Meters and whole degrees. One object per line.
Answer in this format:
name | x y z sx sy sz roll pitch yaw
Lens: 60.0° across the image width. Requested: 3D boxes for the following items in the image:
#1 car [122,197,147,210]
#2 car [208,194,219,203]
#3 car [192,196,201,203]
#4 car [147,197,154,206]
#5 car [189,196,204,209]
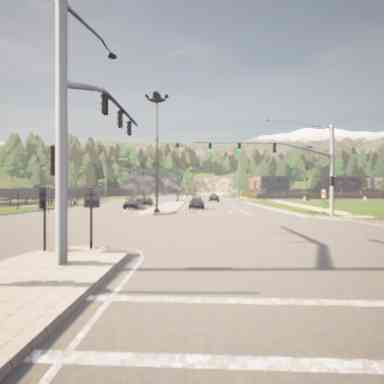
car | -7.509 1.464 42.754 2.033 1.411 5.357 0 0 1
car | 4.456 1.206 68.010 2.097 1.767 4.553 0 0 1
car | 0.957 1.453 68.120 1.895 1.301 4.718 0 0 1
car | -7.295 1.461 52.825 1.994 1.385 4.181 0 0 1
car | 0.576 1.481 42.665 1.994 1.385 4.181 0 0 1
